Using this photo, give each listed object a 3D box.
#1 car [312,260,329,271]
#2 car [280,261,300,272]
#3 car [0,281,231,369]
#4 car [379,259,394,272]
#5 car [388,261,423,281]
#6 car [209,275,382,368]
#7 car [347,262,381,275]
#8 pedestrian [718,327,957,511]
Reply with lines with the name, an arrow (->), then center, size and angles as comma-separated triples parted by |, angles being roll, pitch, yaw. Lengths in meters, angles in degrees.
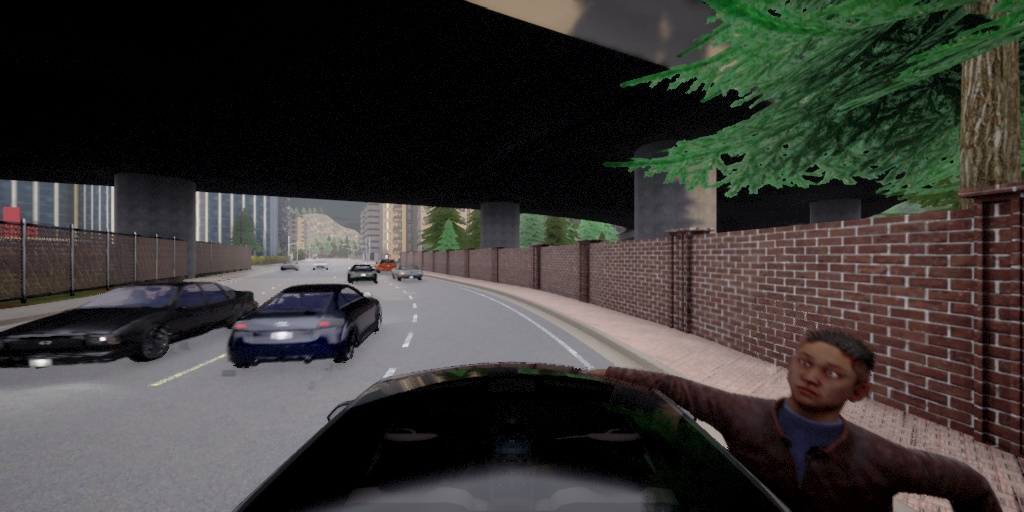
car -> -27.142, 1.284, 50.847 | 1.812, 1.442, 4.674 | 0, 0, -26
car -> -29.391, 1.358, 47.471 | 1.895, 1.301, 4.718 | 0, 0, -26
car -> -7.990, 1.299, 8.252 | 2.033, 1.411, 5.357 | 0, 0, -12
car -> -14.704, 1.107, 41.769 | 2.097, 1.767, 4.553 | 0, 0, -26
car -> -8.857, 1.354, 30.036 | 1.895, 1.301, 4.718 | 0, 0, -26
car -> -4.238, 1.315, 8.020 | 1.994, 1.385, 4.181 | 0, 0, -10
car -> -11.446, 1.317, 27.298 | 1.994, 1.385, 4.181 | 0, 0, -26
pedestrian -> 1.068, 1.121, 1.332 | 0.375, 1.860, 0.375 | -11, 20, 1
